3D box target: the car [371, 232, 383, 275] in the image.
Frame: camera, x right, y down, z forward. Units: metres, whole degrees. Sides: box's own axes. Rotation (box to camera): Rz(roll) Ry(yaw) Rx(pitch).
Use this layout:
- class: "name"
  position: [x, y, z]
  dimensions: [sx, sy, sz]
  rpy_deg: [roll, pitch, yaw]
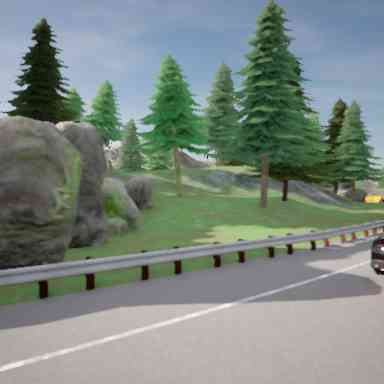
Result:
- class: "car"
  position: [6.792, 1.509, 9.438]
  dimensions: [4.892, 1.490, 1.837]
  rpy_deg: [0, 0, -41]
